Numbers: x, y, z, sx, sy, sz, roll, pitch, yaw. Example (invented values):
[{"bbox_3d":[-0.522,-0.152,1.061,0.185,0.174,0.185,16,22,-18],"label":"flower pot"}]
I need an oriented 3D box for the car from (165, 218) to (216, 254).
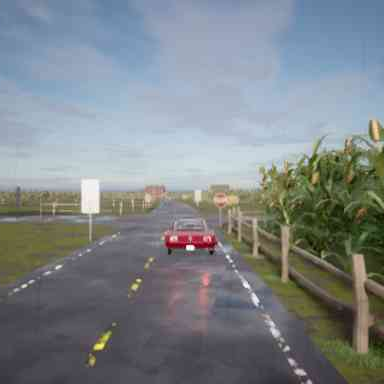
[{"bbox_3d":[-0.083,1.732,14.142,1.895,1.301,4.718,0,0,-1],"label":"car"}]

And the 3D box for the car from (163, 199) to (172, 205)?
[{"bbox_3d":[-5.498,2.252,75.106,2.033,1.411,5.357,0,-1,-4],"label":"car"}]
